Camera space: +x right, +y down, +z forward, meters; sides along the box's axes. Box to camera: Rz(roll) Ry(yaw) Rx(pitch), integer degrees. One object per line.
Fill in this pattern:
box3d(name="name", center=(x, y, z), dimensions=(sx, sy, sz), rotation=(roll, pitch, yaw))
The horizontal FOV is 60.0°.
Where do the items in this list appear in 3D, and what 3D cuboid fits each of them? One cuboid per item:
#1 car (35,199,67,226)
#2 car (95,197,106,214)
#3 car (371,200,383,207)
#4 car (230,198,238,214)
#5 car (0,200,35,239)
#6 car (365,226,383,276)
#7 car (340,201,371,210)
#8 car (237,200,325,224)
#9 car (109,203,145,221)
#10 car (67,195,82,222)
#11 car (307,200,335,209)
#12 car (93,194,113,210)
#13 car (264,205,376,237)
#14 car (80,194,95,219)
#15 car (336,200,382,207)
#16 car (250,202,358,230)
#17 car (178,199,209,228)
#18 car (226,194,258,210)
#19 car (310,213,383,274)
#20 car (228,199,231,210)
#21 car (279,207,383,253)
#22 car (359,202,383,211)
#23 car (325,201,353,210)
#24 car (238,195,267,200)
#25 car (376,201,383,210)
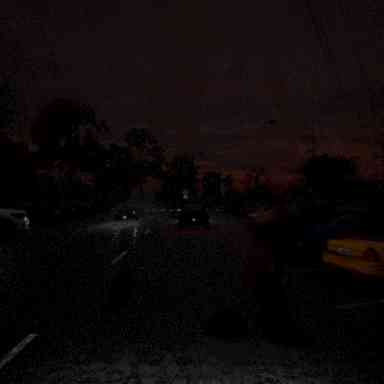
box3d(name="car", center=(-10.962, 1.360, 22.078), dimensions=(4.553, 1.767, 2.185), rotation=(-1, 0, -20))
box3d(name="car", center=(-10.939, 1.486, 31.158), dimensions=(4.892, 1.521, 2.231), rotation=(-1, 0, -20))
box3d(name="car", center=(25.464, 2.145, 45.660), dimensions=(2.435, 2.045, 5.566), rotation=(2, 1, -21))
box3d(name="car", center=(6.019, 1.486, 26.814), dimensions=(4.892, 1.521, 2.231), rotation=(1, 0, -20))
box3d(name="car", center=(-10.916, 1.234, 16.060), dimensions=(5.566, 2.045, 2.435), rotation=(-1, 0, -20))
box3d(name="car", center=(6.003, 1.486, 6.098), dimensions=(5.008, 1.535, 2.097), rotation=(1, 0, -20))
box3d(name="car", center=(31.441, 2.608, 64.071), dimensions=(1.946, 1.575, 5.366), rotation=(2, -1, -21))
box3d(name="car", center=(5.840, 1.480, 20.826), dimensions=(5.366, 1.575, 1.946), rotation=(1, 0, -20))
box3d(name="car", center=(-5.067, 1.599, 27.265), dimensions=(1.895, 1.301, 4.718), rotation=(0, 0, 0))
box3d(name="car", center=(-10.967, 1.360, 25.106), dimensions=(4.553, 1.767, 2.185), rotation=(-1, 0, -20))
box3d(name="car", center=(24.728, 2.405, 63.822), dimensions=(2.231, 1.521, 4.892), rotation=(2, -1, -21))
box3d(name="car", center=(-10.956, 1.234, 34.162), dimensions=(5.566, 2.045, 2.435), rotation=(-1, 0, -20))
box3d(name="car", center=(6.032, 1.515, 14.993), dimensions=(4.792, 1.488, 2.163), rotation=(1, 0, -20))
box3d(name="car", center=(-10.906, 1.359, 28.144), dimensions=(4.553, 1.767, 2.185), rotation=(-1, 0, -20))
box3d(name="car", center=(22.485, 2.291, 45.485), dimensions=(1.946, 1.575, 5.366), rotation=(2, 1, -21))
box3d(name="car", center=(6.011, 1.487, 17.943), dimensions=(4.892, 1.521, 2.231), rotation=(1, 0, -20))
box3d(name="car", center=(0.110, 1.476, 21.969), dimensions=(1.882, 1.535, 5.008), rotation=(0, 0, 0))
box3d(name="car", center=(6.043, 1.233, 32.748), dimensions=(5.566, 2.045, 2.435), rotation=(1, 0, -20))
box3d(name="car", center=(6.175, 1.485, 9.131), dimensions=(5.366, 1.575, 1.946), rotation=(1, 0, -20))
box3d(name="car", center=(6.015, 1.524, 29.772), dimensions=(4.674, 1.452, 2.002), rotation=(1, 0, -20))
box3d(name="car", center=(6.003, 1.486, 12.027), dimensions=(5.008, 1.535, 2.097), rotation=(1, 0, -20))
box3d(name="car", center=(34.916, 2.743, 63.918), dimensions=(2.163, 1.488, 4.792), rotation=(2, -1, -21))
box3d(name="car", center=(28.121, 2.509, 63.852), dimensions=(2.231, 1.521, 4.892), rotation=(2, -1, -21))
box3d(name="car", center=(6.044, 1.360, 23.863), dimensions=(4.553, 1.767, 2.185), rotation=(1, 0, -20))
box3d(name="car", center=(38.288, 2.691, 64.017), dimensions=(2.185, 1.767, 4.553), rotation=(2, -1, -21))
